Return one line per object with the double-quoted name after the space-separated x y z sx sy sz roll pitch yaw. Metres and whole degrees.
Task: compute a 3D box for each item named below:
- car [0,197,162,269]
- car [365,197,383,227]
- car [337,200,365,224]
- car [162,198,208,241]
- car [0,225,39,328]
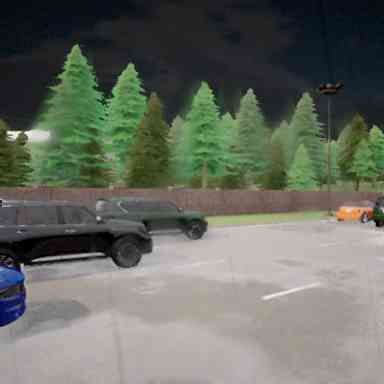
-3.892 1.232 9.570 5.566 2.045 2.150 0 0 -36 "car"
14.475 1.336 22.678 5.566 2.045 2.150 0 0 -36 "car"
13.519 1.473 26.294 4.553 1.767 2.097 0 0 -36 "car"
-1.860 1.255 15.320 5.566 2.045 2.150 0 0 -36 "car"
-5.008 1.470 4.475 5.008 1.535 1.882 0 0 -36 "car"
